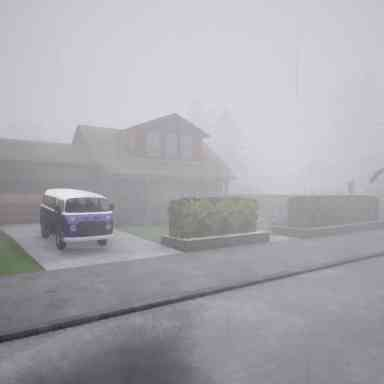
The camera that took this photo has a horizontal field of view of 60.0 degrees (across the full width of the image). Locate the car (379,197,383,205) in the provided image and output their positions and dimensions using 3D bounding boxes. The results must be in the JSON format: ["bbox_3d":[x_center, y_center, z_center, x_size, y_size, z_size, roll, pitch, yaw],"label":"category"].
[{"bbox_3d":[24.718,0.985,41.453,3.866,1.878,1.905,0,0,0],"label":"car"}]
